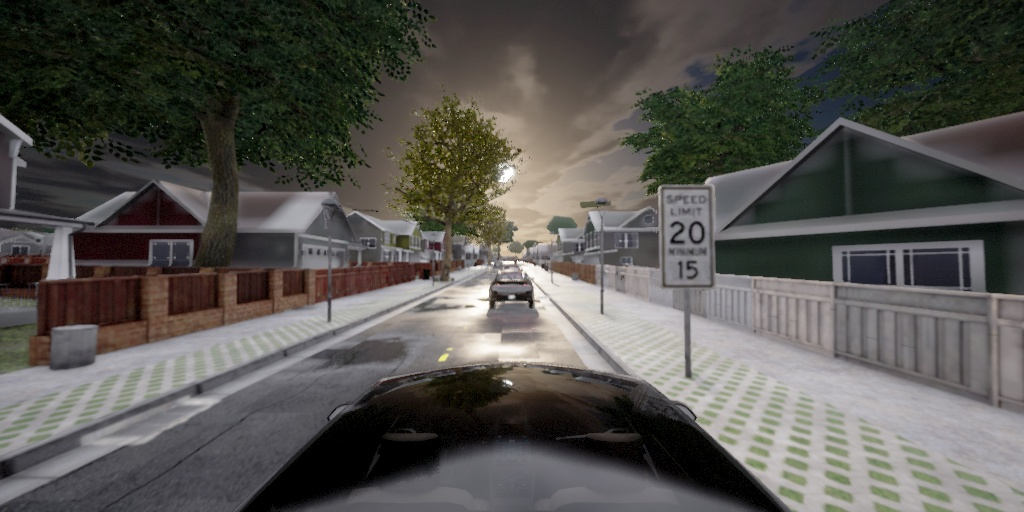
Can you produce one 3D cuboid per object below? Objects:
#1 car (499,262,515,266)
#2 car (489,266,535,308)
[{"bbox_3d":[-0.009,1.537,31.241,1.812,1.442,4.674,0,0,0],"label":"car"},{"bbox_3d":[-0.004,1.382,16.152,2.128,1.511,4.902,0,0,0],"label":"car"}]
